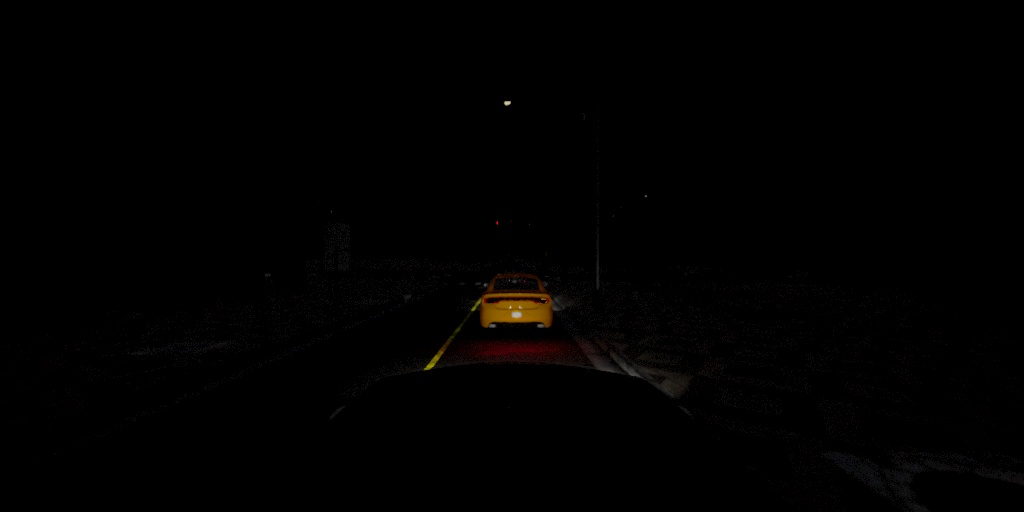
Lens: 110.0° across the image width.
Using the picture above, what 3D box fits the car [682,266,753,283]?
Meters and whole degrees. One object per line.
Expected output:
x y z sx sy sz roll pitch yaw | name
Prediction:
17.985 1.681 31.542 4.829 1.417 1.751 0 0 0 | car

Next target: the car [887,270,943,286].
34.745 1.974 31.512 4.507 1.381 1.888 0 0 0 | car

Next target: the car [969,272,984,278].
40.396 2.106 31.502 4.207 1.307 1.802 0 0 0 | car

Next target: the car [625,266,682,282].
12.172 1.634 31.552 4.313 1.339 1.948 0 0 0 | car

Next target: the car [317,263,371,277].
-14.735 1.226 31.504 4.403 1.370 2.007 0 0 0 | car

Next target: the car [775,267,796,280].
29.124 1.908 40.048 4.507 1.381 1.888 0 0 0 | car

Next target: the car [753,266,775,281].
24.051 1.777 37.392 4.892 1.490 1.837 1 0 0 | car

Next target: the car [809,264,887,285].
29.102 1.651 31.522 5.009 1.841 2.192 0 0 0 | car

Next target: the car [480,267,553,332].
0.112 1.262 10.996 1.882 1.535 5.008 0 0 0 | car
